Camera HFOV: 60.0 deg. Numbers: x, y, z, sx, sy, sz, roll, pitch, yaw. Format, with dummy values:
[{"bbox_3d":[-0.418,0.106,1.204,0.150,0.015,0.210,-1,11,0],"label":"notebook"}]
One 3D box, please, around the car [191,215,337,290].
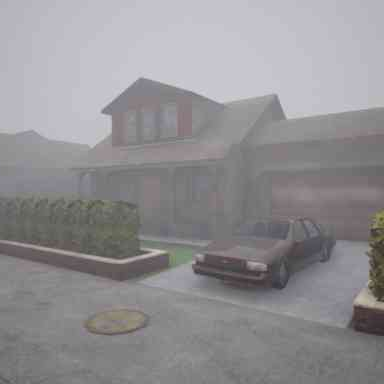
[{"bbox_3d":[2.279,1.356,8.862,2.033,1.415,5.357,0,0,39],"label":"car"}]
